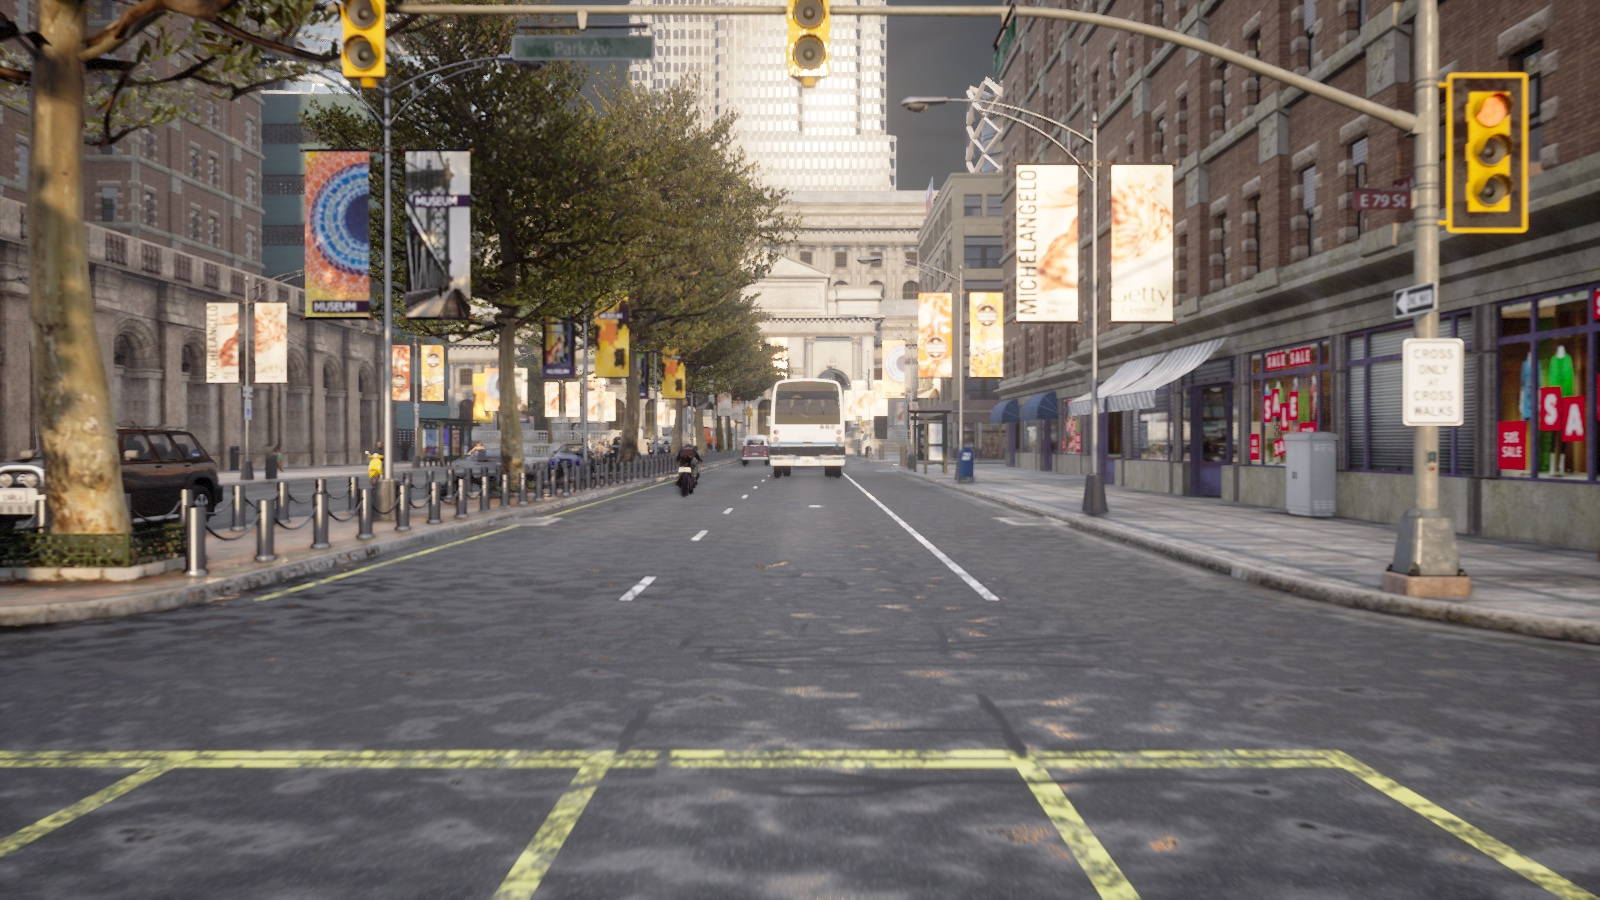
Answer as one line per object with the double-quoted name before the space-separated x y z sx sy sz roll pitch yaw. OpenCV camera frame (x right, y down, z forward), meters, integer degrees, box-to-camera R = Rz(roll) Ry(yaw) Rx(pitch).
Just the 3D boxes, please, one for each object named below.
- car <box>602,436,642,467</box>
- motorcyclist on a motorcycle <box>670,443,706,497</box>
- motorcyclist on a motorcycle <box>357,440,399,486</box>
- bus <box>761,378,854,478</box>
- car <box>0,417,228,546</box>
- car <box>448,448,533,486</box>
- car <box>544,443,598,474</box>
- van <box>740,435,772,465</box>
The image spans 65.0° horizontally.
"car" -11.041 0.093 78.112 1.905 1.878 3.866 0 0 0
"motorcyclist on a motorcycle" -3.276 0.571 36.854 0.866 1.530 2.191 0 0 0
"motorcyclist on a motorcycle" -14.736 0.441 43.903 0.866 1.590 1.817 0 0 0
"bus" 0.350 -0.960 58.677 3.944 4.253 10.273 0 0 0
"car" -11.310 0.440 20.303 1.932 1.855 4.605 0 0 1
"car" -11.225 0.580 45.838 1.895 1.301 4.718 0 0 0
"car" -11.137 0.406 61.310 1.816 1.474 4.193 0 0 0
"van" -2.994 -0.019 86.391 2.069 2.038 4.480 0 0 0
